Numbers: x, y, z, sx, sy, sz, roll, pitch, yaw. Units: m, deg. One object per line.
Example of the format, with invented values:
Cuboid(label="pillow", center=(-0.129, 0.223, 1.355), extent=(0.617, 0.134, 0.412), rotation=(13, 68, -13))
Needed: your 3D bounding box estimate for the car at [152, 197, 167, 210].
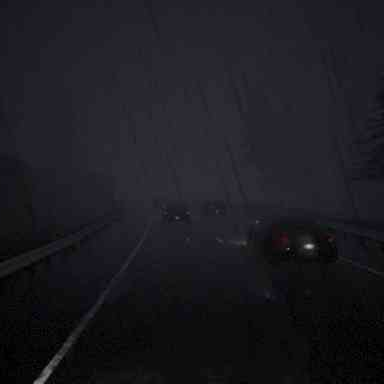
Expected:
Cuboid(label="car", center=(-3.770, 1.327, 40.949), extent=(1.837, 1.490, 4.892), rotation=(0, 0, -12))

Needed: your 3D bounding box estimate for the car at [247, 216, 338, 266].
Cuboid(label="car", center=(3.223, 1.509, 11.435), extent=(1.994, 1.385, 4.181), rotation=(0, 0, -3))

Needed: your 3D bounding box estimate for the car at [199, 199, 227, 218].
Cuboid(label="car", center=(1.745, 1.360, 29.013), extent=(2.128, 1.511, 4.902), rotation=(0, 0, -7))

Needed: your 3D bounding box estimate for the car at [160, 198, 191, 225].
Cuboid(label="car", center=(-1.139, 1.423, 23.152), extent=(1.812, 1.442, 4.674), rotation=(0, 0, -5))
